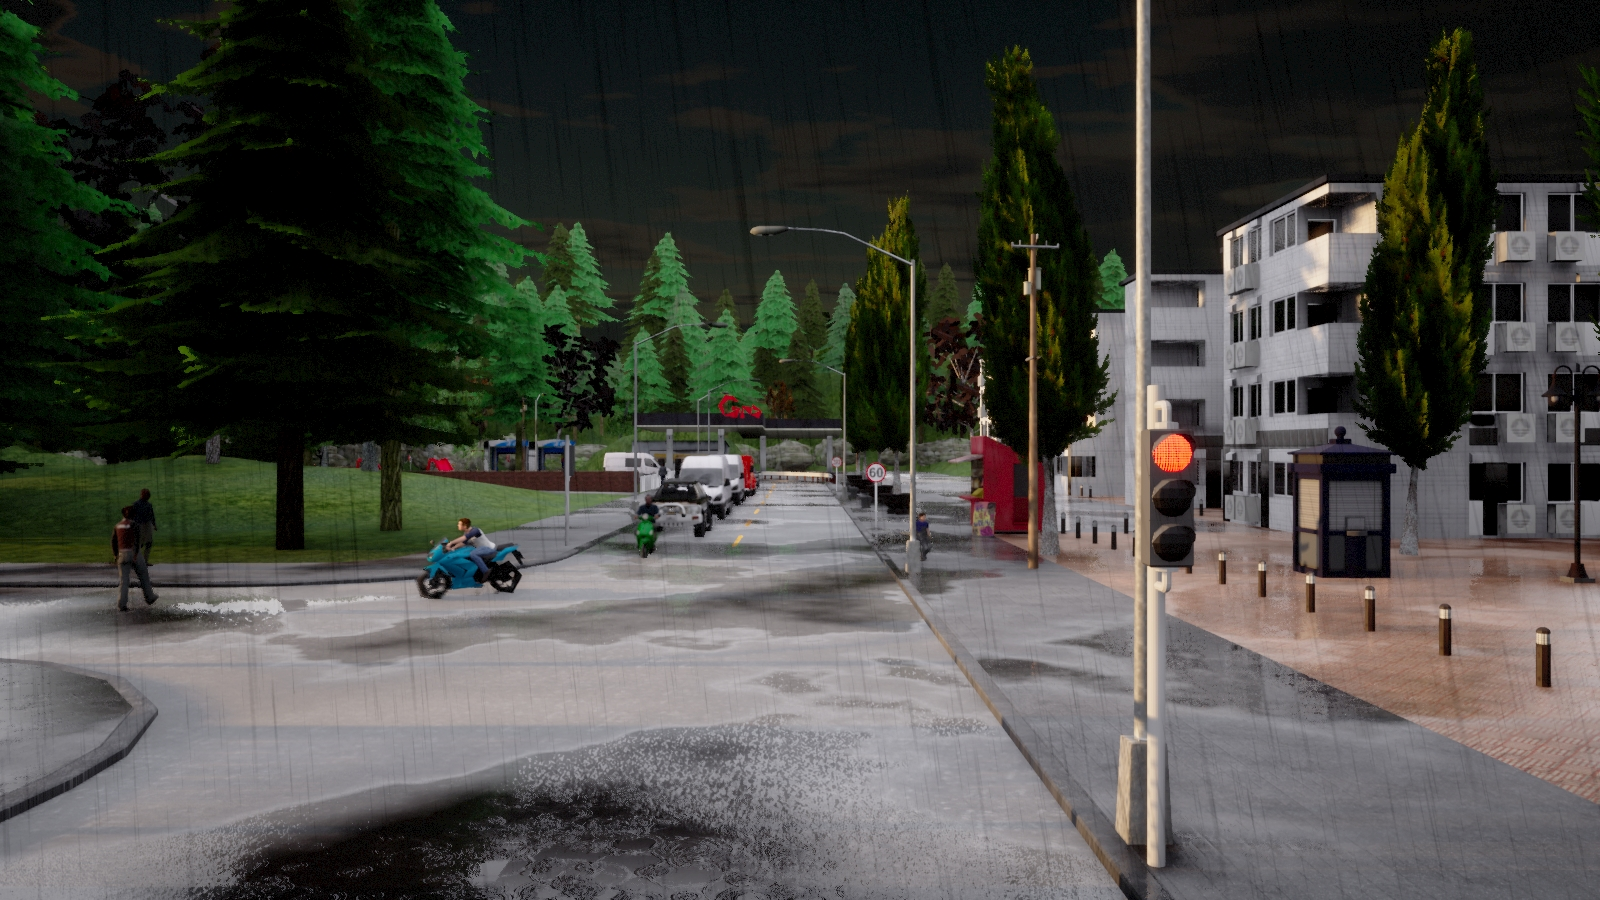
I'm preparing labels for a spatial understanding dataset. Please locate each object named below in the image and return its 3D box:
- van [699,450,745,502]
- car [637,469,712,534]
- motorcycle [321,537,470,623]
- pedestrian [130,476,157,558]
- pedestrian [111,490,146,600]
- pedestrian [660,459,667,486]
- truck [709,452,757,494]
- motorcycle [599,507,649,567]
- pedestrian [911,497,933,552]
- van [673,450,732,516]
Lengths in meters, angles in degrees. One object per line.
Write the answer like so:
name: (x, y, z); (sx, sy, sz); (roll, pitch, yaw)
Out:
van: (-3.998, 1.305, 59.536); (1.988, 2.561, 5.915); (0, 0, 0)
car: (-4.061, 1.633, 37.657); (1.932, 1.855, 4.605); (0, 1, 0)
motorcycle: (-6.282, 1.990, 17.807); (2.033, 1.145, 0.803); (0, -1, -37)
pedestrian: (-15.003, 1.520, 26.110); (0.375, 1.860, 0.375); (0, 0, 24)
pedestrian: (-11.542, 1.625, 19.654); (0.375, 1.860, 0.375); (0, 0, 3)
pedestrian: (-9.282, 1.512, 77.671); (0.375, 1.860, 0.375); (0, 0, 1)
truck: (-3.995, 1.339, 69.125); (2.627, 2.467, 5.204); (0, 0, 0)
motorcycle: (-3.993, 1.957, 26.034); (0.856, 1.236, 1.805); (0, 0, 0)
pedestrian: (2.948, 1.800, 27.678); (0.375, 1.300, 0.375); (0, 0, -31)
van: (-4.011, 1.305, 47.943); (1.988, 2.561, 5.915); (0, 0, 0)
